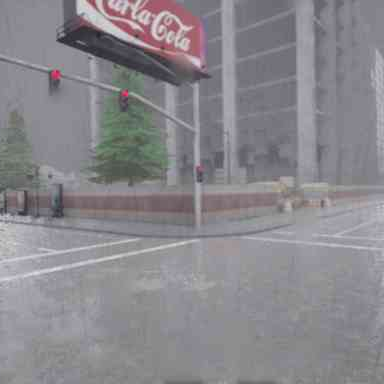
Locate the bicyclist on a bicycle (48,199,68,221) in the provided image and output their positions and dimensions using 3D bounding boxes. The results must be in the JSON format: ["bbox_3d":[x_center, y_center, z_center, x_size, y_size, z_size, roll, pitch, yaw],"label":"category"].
[{"bbox_3d":[-10.146,1.356,25.262,0.582,1.620,1.656,-1,1,39],"label":"bicyclist on a bicycle"}]
